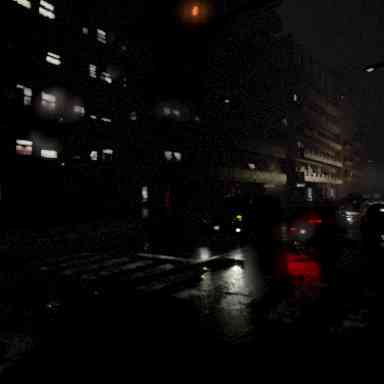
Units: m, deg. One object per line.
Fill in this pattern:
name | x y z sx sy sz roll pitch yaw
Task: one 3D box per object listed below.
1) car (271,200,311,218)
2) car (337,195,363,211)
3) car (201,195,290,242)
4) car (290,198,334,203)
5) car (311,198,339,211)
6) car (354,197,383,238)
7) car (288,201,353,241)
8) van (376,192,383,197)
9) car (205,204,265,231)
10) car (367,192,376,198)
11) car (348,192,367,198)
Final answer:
car | 8.897 1.461 29.540 2.008 1.369 4.403 -1 0 36
car | 16.499 1.330 35.576 1.994 1.385 4.181 -2 -1 36
car | 2.667 1.175 16.587 2.150 2.045 5.566 -2 -1 36
car | 8.810 1.361 25.024 2.128 1.511 4.902 -2 -1 36
car | 15.556 1.388 38.706 1.947 1.339 4.313 -1 0 36
car | 9.106 1.210 15.388 1.967 1.590 4.097 -1 0 36
car | 6.001 1.361 15.744 1.837 1.490 4.892 -2 -1 36
van | 42.185 0.829 75.370 1.690 1.788 3.998 -1 0 36
car | 2.886 1.537 21.420 1.887 1.381 4.507 -1 0 36
car | 32.202 1.159 61.620 2.008 1.369 4.403 -1 0 36
car | 25.538 1.007 52.456 2.192 1.841 5.009 -1 0 36
